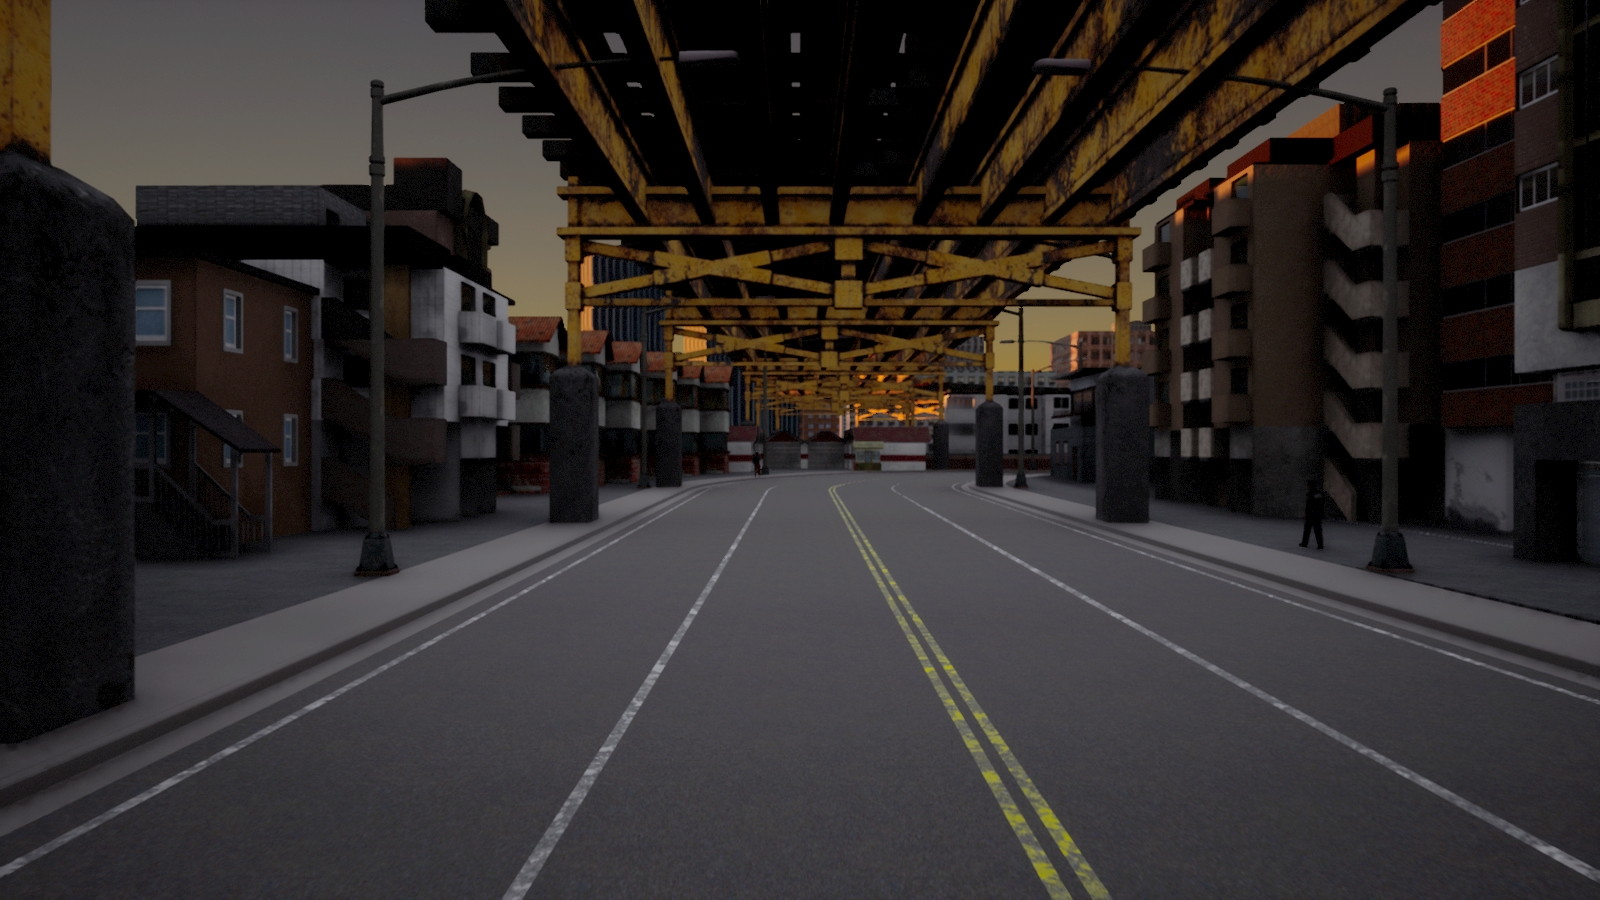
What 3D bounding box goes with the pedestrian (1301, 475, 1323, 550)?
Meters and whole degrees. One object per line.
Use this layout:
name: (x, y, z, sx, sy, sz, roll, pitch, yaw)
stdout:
pedestrian: (12.961, 1.575, 28.922, 0.375, 1.860, 0.375, 0, 0, -6)
